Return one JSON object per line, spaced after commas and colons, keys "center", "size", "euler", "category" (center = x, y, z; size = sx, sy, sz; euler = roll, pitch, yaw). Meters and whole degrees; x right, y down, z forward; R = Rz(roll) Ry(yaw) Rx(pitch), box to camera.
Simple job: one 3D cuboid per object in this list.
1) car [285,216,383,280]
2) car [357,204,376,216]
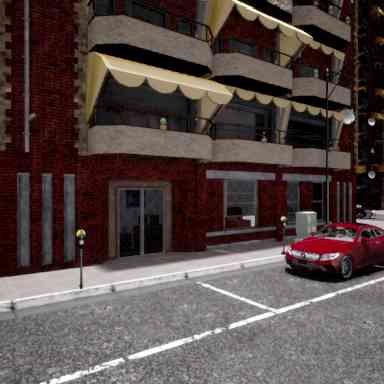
{"center": [4.594, 1.582, 9.888], "size": [4.206, 1.307, 1.802], "euler": [0, 0, -35], "category": "car"}
{"center": [15.537, 1.806, 32.935], "size": [2.128, 1.511, 4.902], "euler": [0, -1, -36], "category": "car"}
